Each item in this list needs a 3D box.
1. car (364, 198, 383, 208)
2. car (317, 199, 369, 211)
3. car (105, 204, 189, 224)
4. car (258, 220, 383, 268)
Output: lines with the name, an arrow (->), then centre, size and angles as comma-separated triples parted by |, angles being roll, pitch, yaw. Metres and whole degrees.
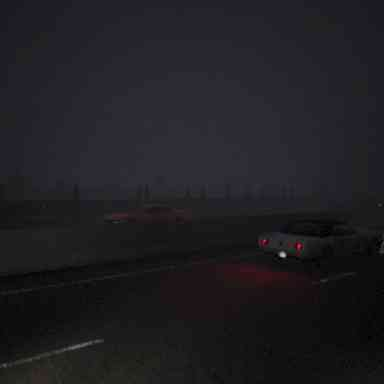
car -> 21.157, 1.497, 40.508 | 5.357, 1.411, 2.033 | 0, 0, -35
car -> 10.837, 1.497, 24.598 | 4.674, 1.442, 1.812 | 0, 0, -36
car -> -2.539, 1.467, 19.375 | 5.008, 1.535, 1.882 | 0, 0, -35
car -> 4.525, 1.588, 11.273 | 4.718, 1.301, 1.895 | 0, 0, -36
